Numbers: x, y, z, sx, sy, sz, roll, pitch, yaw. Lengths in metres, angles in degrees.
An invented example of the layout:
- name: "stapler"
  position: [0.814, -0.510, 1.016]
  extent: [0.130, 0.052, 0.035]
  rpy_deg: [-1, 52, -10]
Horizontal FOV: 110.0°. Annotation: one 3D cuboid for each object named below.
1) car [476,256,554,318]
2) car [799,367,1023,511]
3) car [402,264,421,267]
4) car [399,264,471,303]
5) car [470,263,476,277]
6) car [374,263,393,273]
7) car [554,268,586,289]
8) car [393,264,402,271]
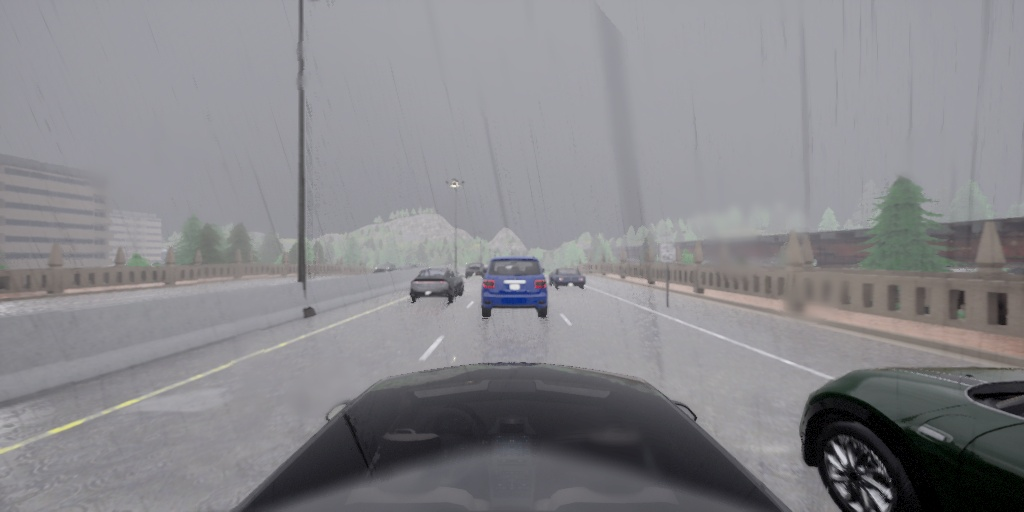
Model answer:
- name: "car"
  position: [0.081, 1.029, 13.398]
  extent: [2.150, 2.045, 5.566]
  rpy_deg: [0, 0, 0]
- name: "car"
  position: [3.542, 1.098, 1.232]
  extent: [2.097, 1.767, 4.553]
  rpy_deg: [0, 0, 1]
- name: "car"
  position: [-10.661, 1.611, 40.951]
  extent: [1.895, 1.301, 4.718]
  rpy_deg: [0, -1, 0]
- name: "car"
  position: [-3.427, 1.319, 17.056]
  extent: [2.128, 1.511, 4.902]
  rpy_deg: [0, 0, 0]
- name: "car"
  position: [-3.459, 1.423, 35.302]
  extent: [1.837, 1.490, 4.892]
  rpy_deg: [0, 0, 0]
- name: "car"
  position: [-17.648, 1.789, 50.500]
  extent: [2.097, 1.767, 4.553]
  rpy_deg: [0, -4, 0]
- name: "car"
  position: [3.563, 1.457, 23.941]
  extent: [1.895, 1.301, 4.718]
  rpy_deg: [0, 0, 0]
- name: "car"
  position: [-14.154, 1.843, 48.870]
  extent: [1.837, 1.490, 4.892]
  rpy_deg: [0, -4, 0]
